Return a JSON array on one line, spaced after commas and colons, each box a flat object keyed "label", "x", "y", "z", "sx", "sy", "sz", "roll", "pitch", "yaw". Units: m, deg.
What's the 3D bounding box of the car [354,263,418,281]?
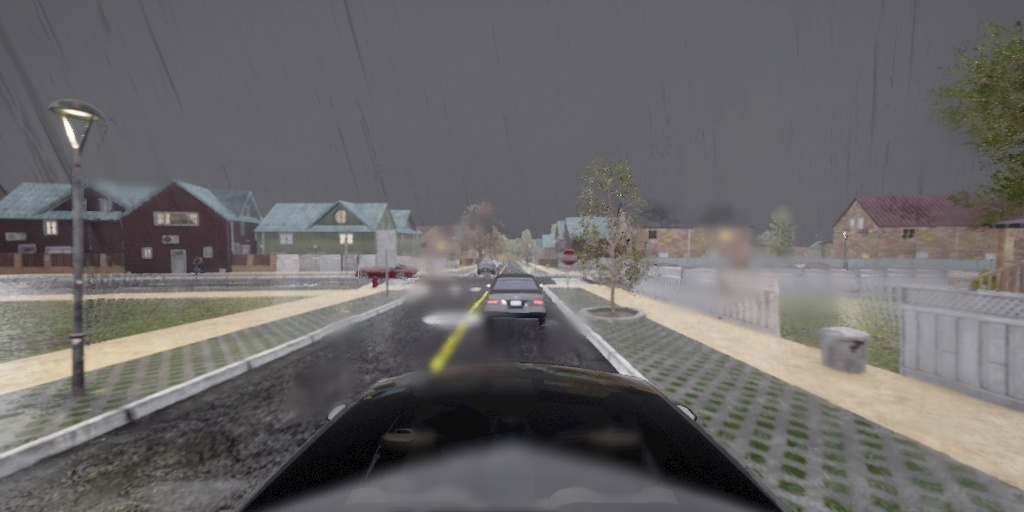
[{"label": "car", "x": -10.112, "y": 1.244, "z": 28.896, "sx": 4.718, "sy": 1.301, "sz": 1.895, "roll": 0, "pitch": 3, "yaw": -2}]

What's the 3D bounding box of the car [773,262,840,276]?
[{"label": "car", "x": 23.936, "y": 1.243, "z": 29.200, "sx": 4.674, "sy": 1.442, "sz": 1.812, "roll": 0, "pitch": 3, "yaw": 7}]

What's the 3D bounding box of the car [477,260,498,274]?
[{"label": "car", "x": -2.846, "y": 1.260, "z": 40.543, "sx": 1.837, "sy": 1.490, "sz": 4.892, "roll": 0, "pitch": 0, "yaw": 0}]

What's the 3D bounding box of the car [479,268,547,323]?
[{"label": "car", "x": 0.102, "y": 1.288, "z": 11.971, "sx": 2.033, "sy": 1.411, "sz": 5.357, "roll": 0, "pitch": 0, "yaw": 0}]

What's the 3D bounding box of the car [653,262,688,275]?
[{"label": "car", "x": 12.570, "y": 1.236, "z": 30.059, "sx": 4.181, "sy": 1.385, "sz": 1.994, "roll": 0, "pitch": 3, "yaw": 2}]

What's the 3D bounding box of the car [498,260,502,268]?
[{"label": "car", "x": -2.837, "y": 1.304, "z": 51.213, "sx": 1.812, "sy": 1.442, "sz": 4.674, "roll": 0, "pitch": 0, "yaw": 0}]

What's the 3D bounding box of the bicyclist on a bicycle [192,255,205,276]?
[{"label": "bicyclist on a bicycle", "x": -24.881, "y": 0.754, "z": 28.470, "sx": 0.582, "sy": 1.620, "sz": 1.656, "roll": 0, "pitch": 3, "yaw": -16}]
